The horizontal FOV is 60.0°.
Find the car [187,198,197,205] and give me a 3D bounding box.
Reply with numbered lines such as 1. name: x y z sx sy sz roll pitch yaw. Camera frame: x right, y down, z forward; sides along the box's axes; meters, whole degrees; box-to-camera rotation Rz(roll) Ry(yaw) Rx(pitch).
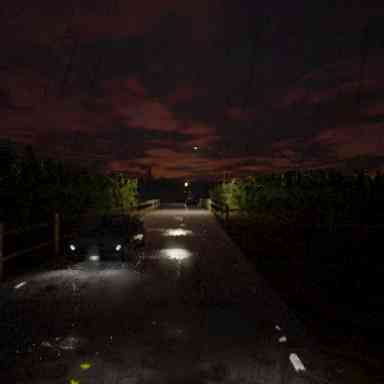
1. car: -0.010 2.069 72.151 1.994 1.385 4.181 0 -1 0

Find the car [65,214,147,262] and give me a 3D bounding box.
1. car: -2.826 1.539 12.324 2.033 1.411 5.357 0 0 0

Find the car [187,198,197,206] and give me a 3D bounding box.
1. car: -0.008 1.986 62.108 1.994 1.385 4.181 0 -1 0
